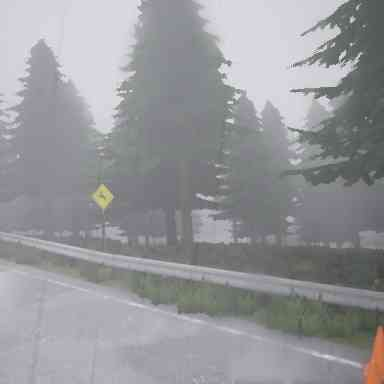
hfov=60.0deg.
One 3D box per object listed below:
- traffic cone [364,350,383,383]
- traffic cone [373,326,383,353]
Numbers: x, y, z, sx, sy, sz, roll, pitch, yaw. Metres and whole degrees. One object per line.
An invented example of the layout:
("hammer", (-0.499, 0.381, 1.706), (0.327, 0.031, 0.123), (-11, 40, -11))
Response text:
("traffic cone", (1.786, 1.956, 3.270), (0.340, 0.580, 0.340), (0, 0, 33))
("traffic cone", (2.330, 1.956, 4.106), (0.340, 0.580, 0.340), (0, 0, 34))
